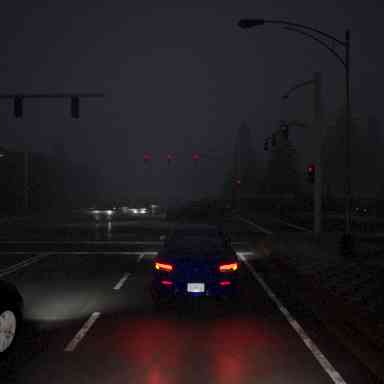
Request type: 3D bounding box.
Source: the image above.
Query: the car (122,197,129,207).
[{"bbox_3d":[-10.630,1.477,51.240,1.882,1.535,5.008,0,0,0],"label":"car"}]

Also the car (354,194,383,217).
[{"bbox_3d":[18.262,1.221,31.207,5.566,2.045,2.150,0,0,0],"label":"car"}]

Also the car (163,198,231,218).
[{"bbox_3d":[0.192,1.492,25.722,4.902,1.511,2.128,0,0,-23],"label":"car"}]

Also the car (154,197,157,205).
[{"bbox_3d":[-7.105,1.505,57.332,1.837,1.490,4.892,0,0,1],"label":"car"}]

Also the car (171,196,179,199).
[{"bbox_3d":[-3.477,1.477,69.696,1.882,1.535,5.008,0,0,0],"label":"car"}]

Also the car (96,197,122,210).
[{"bbox_3d":[-10.623,1.526,42.037,1.812,1.442,4.674,0,0,0],"label":"car"}]

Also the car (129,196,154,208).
[{"bbox_3d":[-7.108,1.491,47.257,2.128,1.511,4.902,0,0,0],"label":"car"}]

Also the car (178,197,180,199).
[{"bbox_3d":[1.297,1.351,31.297,4.553,1.767,2.097,0,0,1],"label":"car"}]

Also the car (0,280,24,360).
[{"bbox_3d":[-3.441,1.505,3.053,1.837,1.490,4.892,0,0,0],"label":"car"}]

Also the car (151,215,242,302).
[{"bbox_3d":[0.131,1.526,8.186,1.812,1.442,4.674,0,0,2],"label":"car"}]
